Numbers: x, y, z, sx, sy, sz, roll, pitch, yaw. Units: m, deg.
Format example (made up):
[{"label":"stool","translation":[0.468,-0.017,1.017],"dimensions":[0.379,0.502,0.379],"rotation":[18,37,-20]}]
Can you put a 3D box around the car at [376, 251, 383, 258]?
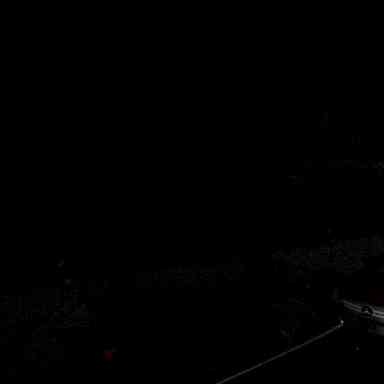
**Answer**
[{"label":"car","translation":[4.102,1.572,5.807],"dimensions":[4.206,1.307,1.802],"rotation":[0,0,-36]}]

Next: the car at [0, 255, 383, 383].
[{"label":"car","translation":[-0.440,1.431,2.556],"dimensions":[4.097,1.590,1.967],"rotation":[0,0,-36]}]
